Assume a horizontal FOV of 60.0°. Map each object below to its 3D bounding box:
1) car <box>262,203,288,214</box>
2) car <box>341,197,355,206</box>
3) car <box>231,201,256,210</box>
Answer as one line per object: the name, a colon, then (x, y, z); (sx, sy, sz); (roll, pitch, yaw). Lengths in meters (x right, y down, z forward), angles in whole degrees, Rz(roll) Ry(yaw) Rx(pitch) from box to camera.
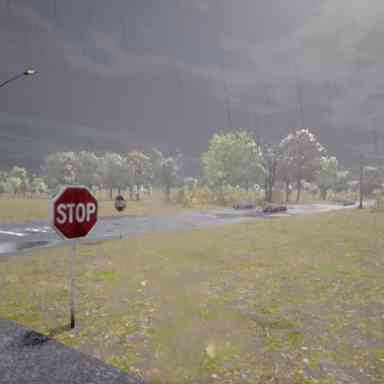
car: (11.092, 2.174, 44.063); (1.895, 1.301, 4.718); (1, 0, 36)
car: (39.609, 2.663, 83.448); (2.128, 1.511, 4.902); (1, 0, 36)
car: (8.155, 2.115, 51.946); (2.033, 1.411, 5.357); (1, 0, 36)
